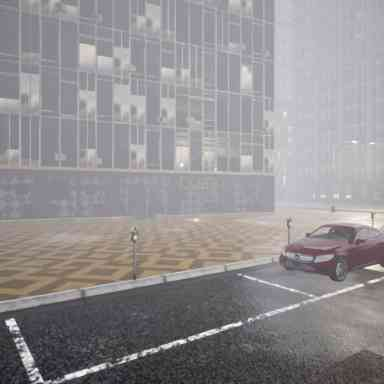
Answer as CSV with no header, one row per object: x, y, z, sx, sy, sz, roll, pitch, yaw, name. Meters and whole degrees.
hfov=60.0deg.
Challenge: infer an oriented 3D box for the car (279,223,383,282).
4.361,1.579,9.684,4.206,1.307,1.802,0,0,-36,car
